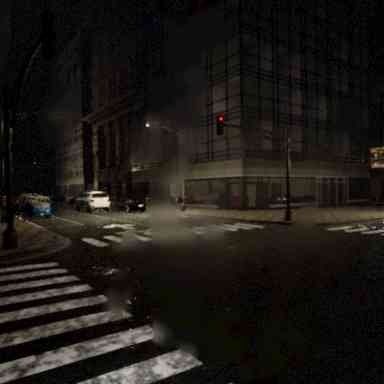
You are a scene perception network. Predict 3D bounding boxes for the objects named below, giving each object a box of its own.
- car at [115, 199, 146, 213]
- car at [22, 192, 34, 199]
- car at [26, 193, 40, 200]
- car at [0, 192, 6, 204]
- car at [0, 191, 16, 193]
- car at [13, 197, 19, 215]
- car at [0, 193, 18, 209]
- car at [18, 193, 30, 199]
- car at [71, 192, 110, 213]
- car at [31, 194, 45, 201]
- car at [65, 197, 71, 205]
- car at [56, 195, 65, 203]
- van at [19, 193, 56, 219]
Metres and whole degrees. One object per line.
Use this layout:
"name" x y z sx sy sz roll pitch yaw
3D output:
"car" -6.050 1.302 32.766 1.947 1.339 4.313 -1 1 -35
"car" -38.814 0.827 78.781 1.967 1.590 4.097 -1 1 -35
"car" -35.537 0.976 74.182 2.008 1.369 4.403 -1 1 -35
"car" -32.652 1.017 55.429 2.192 1.841 5.009 -1 1 -35
"car" -26.100 1.088 46.226 2.192 1.841 5.009 -1 1 -35
"car" -16.270 1.452 32.424 1.802 1.307 4.206 -1 1 -35
"car" -22.823 1.247 41.626 1.967 1.590 4.097 -1 1 -35
"car" -42.090 0.900 83.385 2.008 1.369 4.403 -1 1 -35
"car" -10.324 0.987 34.332 2.150 2.045 5.566 -1 1 -36
"car" -32.260 1.045 69.581 1.802 1.307 4.206 -1 1 -35
"car" -15.879 1.225 46.572 1.802 1.307 4.206 -1 1 -35
"car" -22.432 1.119 55.775 1.887 1.381 4.507 -1 1 -35
"van" -12.996 1.241 27.819 1.690 1.788 3.998 -1 1 -35
